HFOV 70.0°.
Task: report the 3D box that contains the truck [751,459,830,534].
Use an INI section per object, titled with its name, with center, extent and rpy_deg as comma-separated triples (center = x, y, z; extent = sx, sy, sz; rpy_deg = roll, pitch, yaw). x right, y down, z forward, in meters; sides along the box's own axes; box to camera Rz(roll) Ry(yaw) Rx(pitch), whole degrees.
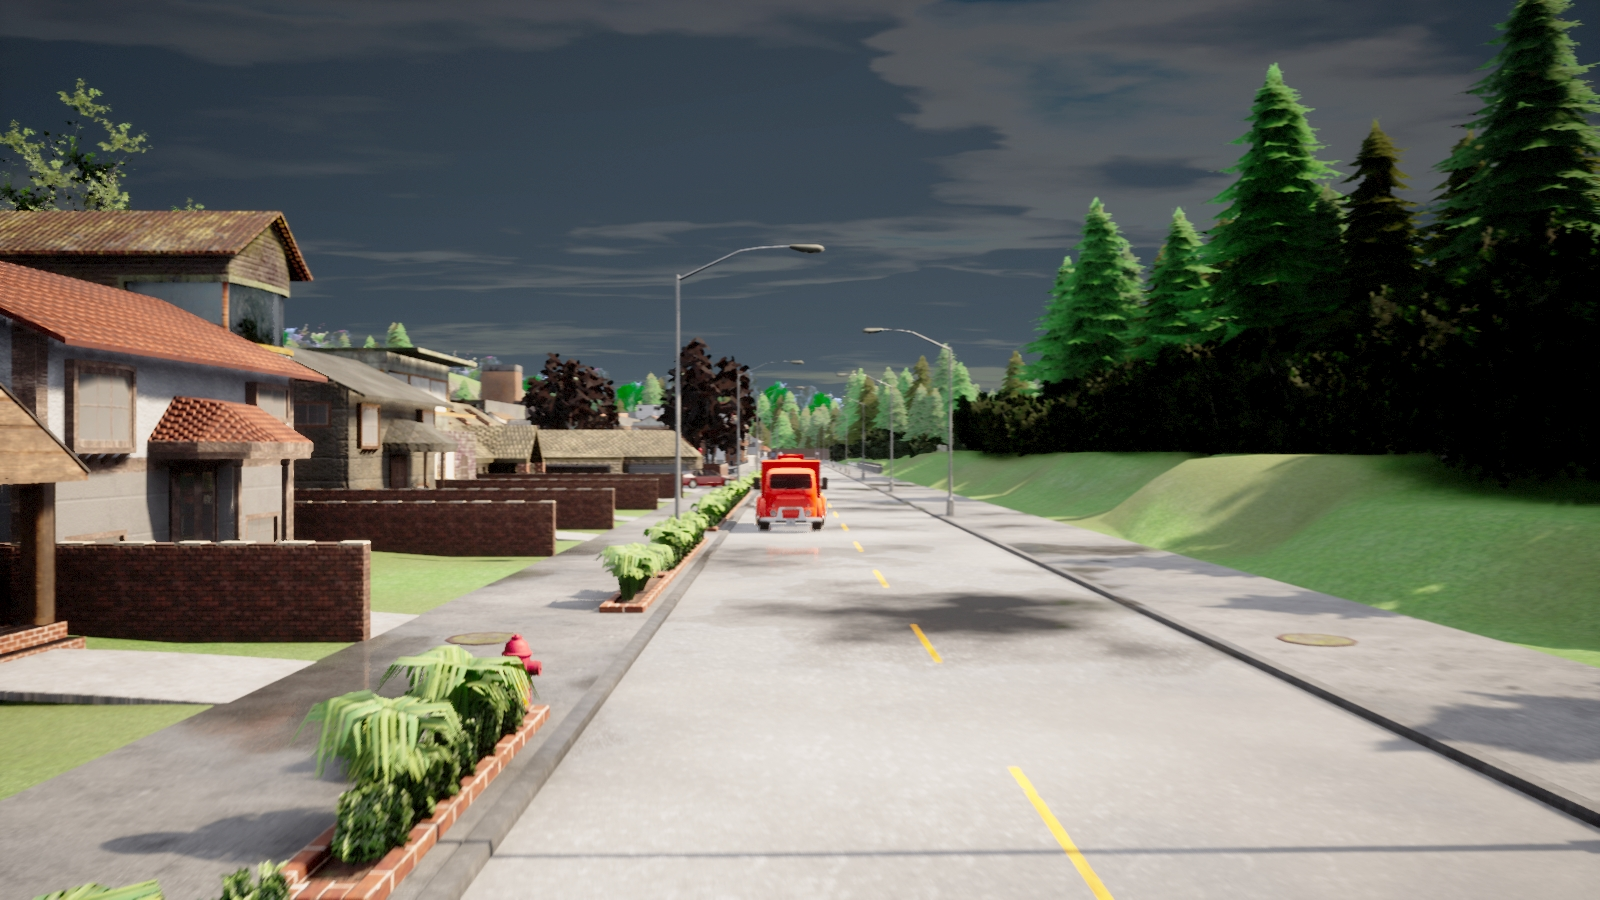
[truck]
center = -0.324, 1.568, 40.608
extent = 2.627, 2.467, 5.204
rpy_deg = 0, 0, 0
